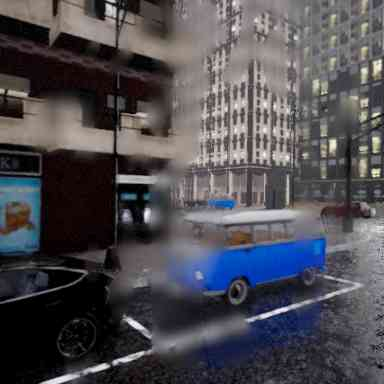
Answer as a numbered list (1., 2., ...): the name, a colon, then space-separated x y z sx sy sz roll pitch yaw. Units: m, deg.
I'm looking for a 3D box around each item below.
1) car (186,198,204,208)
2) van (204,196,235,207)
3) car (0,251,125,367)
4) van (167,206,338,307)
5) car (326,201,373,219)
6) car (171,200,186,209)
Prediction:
1. car: 0.547 1.581 47.971 2.008 1.369 4.403 1 -1 -35
2. van: 3.821 1.378 43.367 1.690 1.788 3.998 1 -1 -35
3. car: -3.018 1.566 4.349 4.313 1.339 1.947 0 1 -35
4. van: 1.397 1.342 7.701 3.998 1.788 1.690 0 1 -35
5. car: 13.630 1.501 29.549 1.967 1.590 4.097 1 -1 -35
6. car: -3.015 1.425 38.515 2.008 1.369 4.403 1 -1 -35
